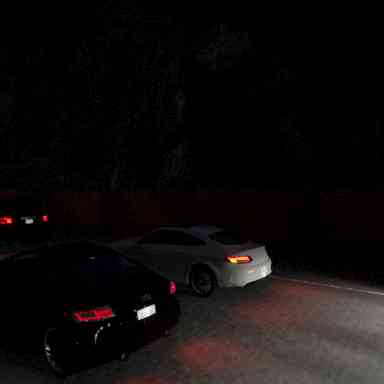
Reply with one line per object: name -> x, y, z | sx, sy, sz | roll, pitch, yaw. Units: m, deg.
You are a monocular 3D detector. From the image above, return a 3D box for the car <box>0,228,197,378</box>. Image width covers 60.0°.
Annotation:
car -> -2.234, 1.564, 5.591 | 4.181, 1.385, 1.994 | 0, 0, 36

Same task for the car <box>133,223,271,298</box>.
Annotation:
car -> -0.320, 1.526, 8.525 | 4.674, 1.442, 1.812 | 0, 0, 36

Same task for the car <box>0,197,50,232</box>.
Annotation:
car -> -8.407, 1.221, 14.306 | 5.566, 2.045, 2.150 | 0, 0, 36
